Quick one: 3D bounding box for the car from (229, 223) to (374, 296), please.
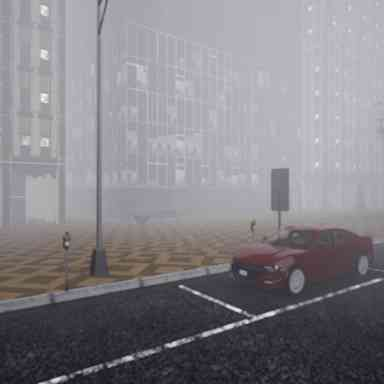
[{"bbox_3d":[2.964,1.547,8.673,4.507,1.381,1.887,0,0,-35],"label":"car"}]
